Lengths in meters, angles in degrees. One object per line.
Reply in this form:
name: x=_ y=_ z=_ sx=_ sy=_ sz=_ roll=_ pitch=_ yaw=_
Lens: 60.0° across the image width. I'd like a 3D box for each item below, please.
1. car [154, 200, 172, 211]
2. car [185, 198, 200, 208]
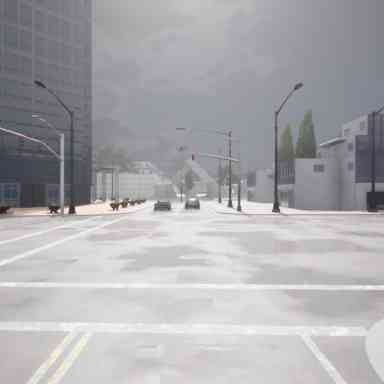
car: x=-3.615 y=1.601 z=41.553 sx=1.895 sy=1.301 sz=4.718 roll=0 pitch=0 yaw=0
car: x=0.061 y=1.564 z=46.645 sx=1.994 sy=1.385 sz=4.181 roll=0 pitch=0 yaw=0
